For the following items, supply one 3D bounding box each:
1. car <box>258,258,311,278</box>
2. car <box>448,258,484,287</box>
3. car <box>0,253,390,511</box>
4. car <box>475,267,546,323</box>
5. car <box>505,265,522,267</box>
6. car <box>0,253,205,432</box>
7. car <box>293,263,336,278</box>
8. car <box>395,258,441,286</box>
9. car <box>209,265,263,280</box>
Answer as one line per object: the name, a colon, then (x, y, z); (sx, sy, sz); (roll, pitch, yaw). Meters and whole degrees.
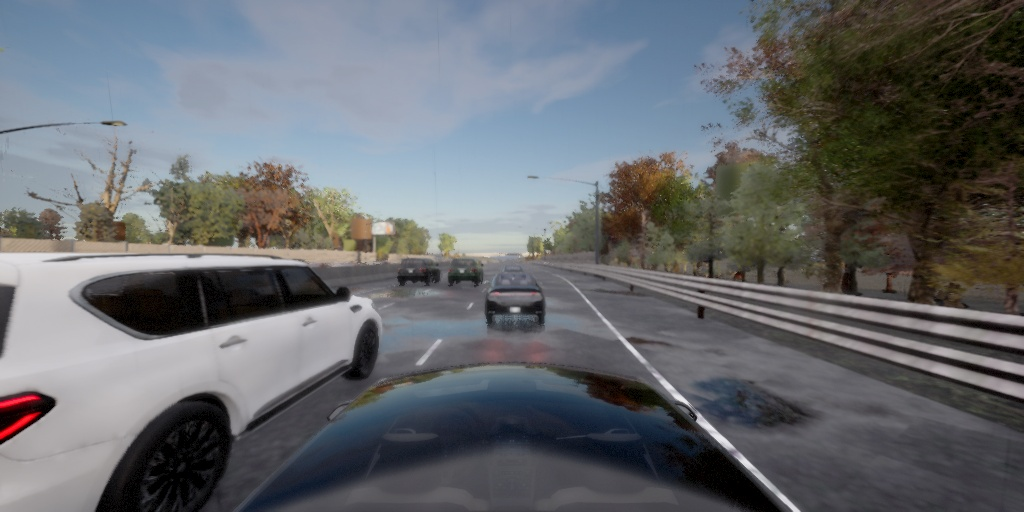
car: (-24.574, 1.254, 39.077); (2.150, 2.045, 5.566); (0, -1, 0)
car: (-3.398, 1.158, 27.087); (2.150, 2.045, 5.566); (0, 0, 0)
car: (-3.433, 0.992, 4.160); (2.150, 2.045, 5.566); (0, 0, 0)
car: (0.097, 1.318, 12.487); (2.128, 1.511, 4.902); (0, 0, 0)
car: (0.102, 1.435, 28.092); (2.128, 1.511, 4.902); (0, 0, 0)
car: (-6.933, 0.991, 4.068); (2.150, 2.045, 5.566); (0, 0, 0)
car: (-21.076, 1.504, 38.580); (1.882, 1.535, 5.008); (0, 0, 0)
car: (-6.898, 1.158, 27.100); (2.150, 2.045, 5.566); (0, 0, 0)
car: (-27.993, 1.611, 36.547); (1.895, 1.301, 4.718); (0, 0, -1)
